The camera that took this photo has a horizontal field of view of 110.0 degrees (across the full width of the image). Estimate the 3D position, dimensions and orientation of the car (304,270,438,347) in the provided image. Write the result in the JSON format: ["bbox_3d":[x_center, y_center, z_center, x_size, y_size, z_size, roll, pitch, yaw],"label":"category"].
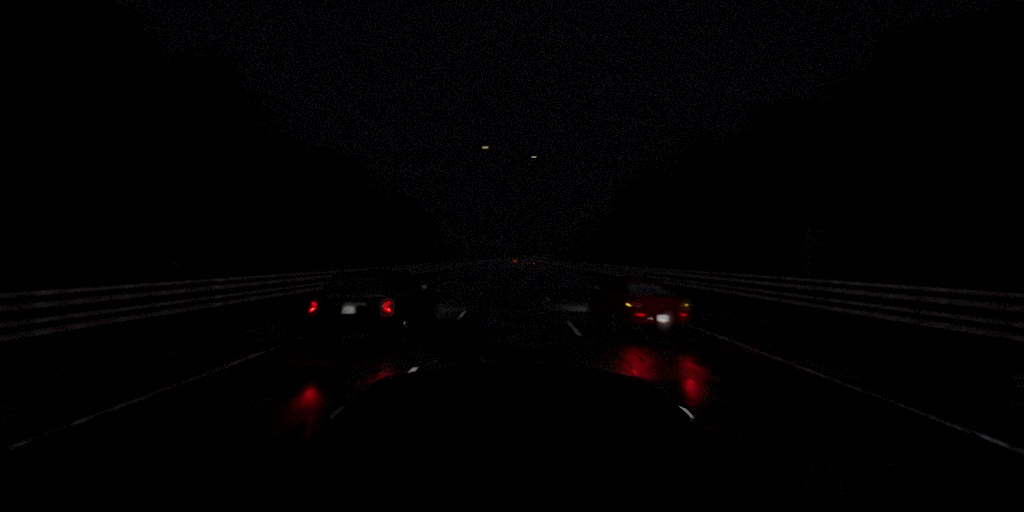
[{"bbox_3d":[-3.400,1.148,9.589,2.097,1.767,4.553,0,0,0],"label":"car"}]

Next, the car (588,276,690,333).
[{"bbox_3d":[3.601,1.330,10.845,1.812,1.442,4.674,0,0,0],"label":"car"}]
